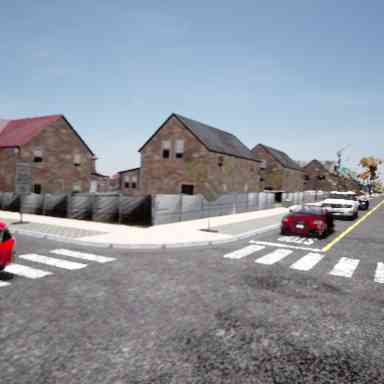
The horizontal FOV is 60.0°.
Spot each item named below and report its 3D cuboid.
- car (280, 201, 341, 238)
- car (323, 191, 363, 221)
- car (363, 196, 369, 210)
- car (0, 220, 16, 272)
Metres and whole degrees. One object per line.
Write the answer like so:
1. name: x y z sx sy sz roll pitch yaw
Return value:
1. car: 5.842 1.342 16.498 1.994 1.385 4.181 3 2 31
2. car: 11.608 0.979 25.884 2.150 2.045 5.566 3 2 31
3. car: 19.037 1.217 37.975 2.128 1.511 4.902 3 2 32
4. car: -6.626 0.853 8.044 5.566 2.045 2.150 3 1 33
